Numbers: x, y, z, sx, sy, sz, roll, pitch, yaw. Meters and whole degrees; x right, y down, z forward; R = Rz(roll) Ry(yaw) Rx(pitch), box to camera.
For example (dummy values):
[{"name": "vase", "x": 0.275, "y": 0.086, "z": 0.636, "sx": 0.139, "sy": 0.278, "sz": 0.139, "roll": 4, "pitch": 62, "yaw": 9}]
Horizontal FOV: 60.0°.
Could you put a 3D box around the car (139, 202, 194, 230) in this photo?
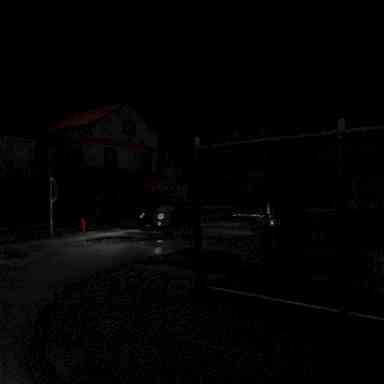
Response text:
[{"name": "car", "x": -1.431, "y": 1.488, "z": 22.193, "sx": 2.097, "sy": 1.767, "sz": 4.553, "roll": -1, "pitch": 0, "yaw": 36}]
